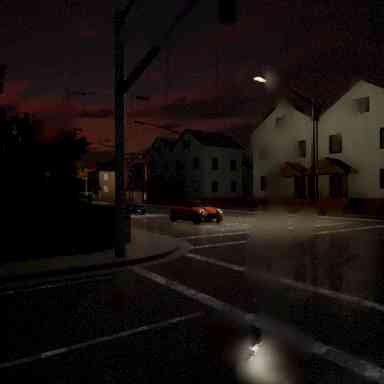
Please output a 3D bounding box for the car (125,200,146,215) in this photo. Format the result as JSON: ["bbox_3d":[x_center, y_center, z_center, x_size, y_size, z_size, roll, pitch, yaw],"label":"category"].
[{"bbox_3d":[-6.412,1.526,33.927,1.812,1.442,4.674,0,0,-35],"label":"car"}]

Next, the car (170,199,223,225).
[{"bbox_3d":[0.254,1.352,24.533,2.097,1.767,4.553,0,0,-35],"label":"car"}]

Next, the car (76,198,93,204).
[{"bbox_3d":[-15.216,1.525,46.352,1.812,1.442,4.674,0,0,-35],"label":"car"}]
